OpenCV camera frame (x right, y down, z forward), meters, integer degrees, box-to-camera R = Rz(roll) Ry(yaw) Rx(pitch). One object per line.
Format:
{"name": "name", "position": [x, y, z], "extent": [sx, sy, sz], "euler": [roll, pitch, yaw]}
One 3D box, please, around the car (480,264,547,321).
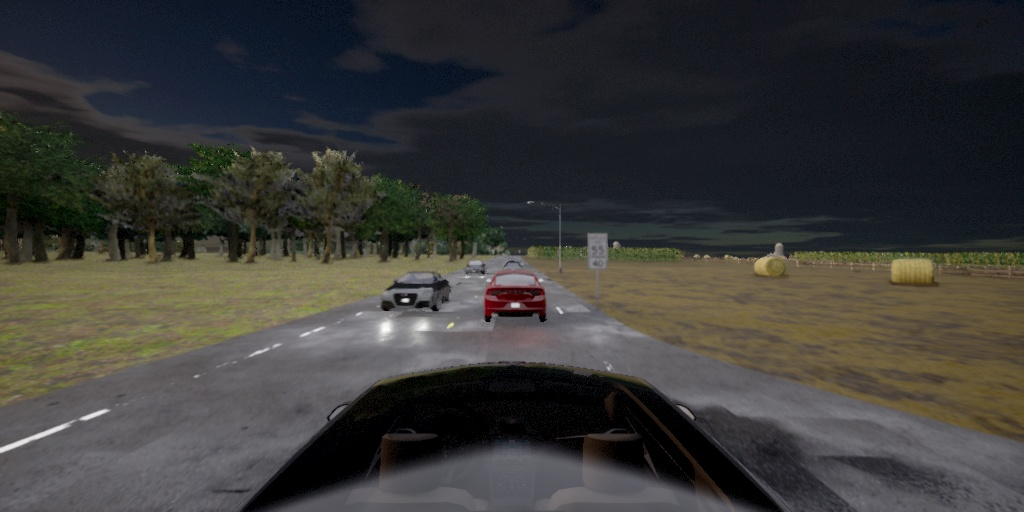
{"name": "car", "position": [0.098, 1.221, 12.528], "extent": [1.882, 1.535, 5.008], "euler": [0, 0, 0]}

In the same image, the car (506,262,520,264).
{"name": "car", "position": [0.091, 1.199, 33.572], "extent": [1.994, 1.385, 4.181], "euler": [0, 1, 0]}

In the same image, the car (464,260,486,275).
{"name": "car", "position": [-3.590, 1.139, 36.013], "extent": [1.812, 1.442, 4.674], "euler": [0, 0, 0]}

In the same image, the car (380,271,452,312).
{"name": "car", "position": [-3.602, 1.304, 14.110], "extent": [1.994, 1.385, 4.181], "euler": [0, 0, 0]}
